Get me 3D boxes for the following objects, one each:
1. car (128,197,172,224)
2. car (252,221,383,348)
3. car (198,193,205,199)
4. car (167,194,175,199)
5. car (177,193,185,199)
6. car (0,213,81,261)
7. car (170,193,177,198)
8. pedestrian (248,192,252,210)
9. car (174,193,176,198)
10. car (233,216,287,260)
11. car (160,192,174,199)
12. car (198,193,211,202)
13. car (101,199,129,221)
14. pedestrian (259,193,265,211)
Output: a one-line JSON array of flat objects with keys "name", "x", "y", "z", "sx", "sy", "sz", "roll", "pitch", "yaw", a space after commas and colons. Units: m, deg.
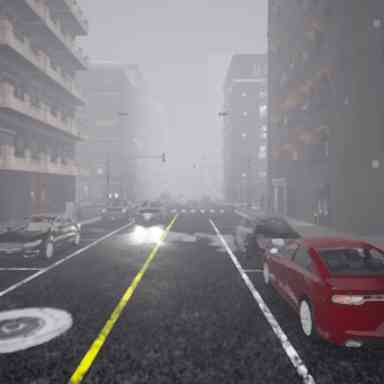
[{"name": "car", "x": -2.819, "y": 1.352, "z": 23.697, "sx": 2.128, "sy": 1.511, "sz": 4.902, "roll": 0, "pitch": 0, "yaw": 0}, {"name": "car", "x": 2.556, "y": 1.507, "z": 6.326, "sx": 1.887, "sy": 1.381, "sz": 4.507, "roll": -1, "pitch": 0, "yaw": 0}, {"name": "car", "x": 2.565, "y": 1.013, "z": 89.021, "sx": 1.887, "sy": 1.381, "sz": 4.507, "roll": -1, "pitch": 0, "yaw": 0}, {"name": "car", "x": -5.316, "y": 1.084, "z": 83.537, "sx": 1.802, "sy": 1.307, "sz": 4.206, "roll": -1, "pitch": 0, "yaw": 0}, {"name": "car", "x": -2.741, "y": 1.004, "z": 83.171, "sx": 1.837, "sy": 1.490, "sz": 4.892, "roll": 0, "pitch": 0, "yaw": 0}, {"name": "car", "x": -5.324, "y": 1.481, "z": 11.873, "sx": 2.008, "sy": 1.369, "sz": 4.403, "roll": -1, "pitch": 0, "yaw": 0}, {"name": "car", "x": -5.314, "y": 1.016, "z": 94.610, "sx": 1.802, "sy": 1.307, "sz": 4.206, "roll": -1, "pitch": 0, "yaw": 0}, {"name": "pedestrian", "x": 6.013, "y": 0.945, "z": 34.604, "sx": 0.375, "sy": 1.860, "sz": 0.375, "roll": -1, "pitch": 1, "yaw": 0}, {"name": "car", "x": -5.317, "y": 1.062, "z": 77.829, "sx": 1.752, "sy": 1.417, "sz": 4.829, "roll": -1, "pitch": 0, "yaw": 0}, {"name": "car", "x": 2.557, "y": 1.495, "z": 11.990, "sx": 1.947, "sy": 1.339, "sz": 4.313, "roll": -1, "pitch": 0, "yaw": 0}, {"name": "car", "x": -5.321, "y": 0.918, "z": 66.923, "sx": 2.192, "sy": 1.841, "sz": 5.009, "roll": -1, "pitch": 0, "yaw": 0}, {"name": "car", "x": 2.562, "y": 1.218, "z": 61.326, "sx": 1.802, "sy": 1.307, "sz": 4.206, "roll": -1, "pitch": 0, "yaw": 0}, {"name": "car", "x": -5.453, "y": 1.293, "z": 24.947, "sx": 1.967, "sy": 1.590, "sz": 4.097, "roll": -1, "pitch": 0, "yaw": 0}, {"name": "pedestrian", "x": 7.013, "y": 0.949, "z": 33.404, "sx": 0.375, "sy": 1.860, "sz": 0.375, "roll": -1, "pitch": 1, "yaw": 0}]
